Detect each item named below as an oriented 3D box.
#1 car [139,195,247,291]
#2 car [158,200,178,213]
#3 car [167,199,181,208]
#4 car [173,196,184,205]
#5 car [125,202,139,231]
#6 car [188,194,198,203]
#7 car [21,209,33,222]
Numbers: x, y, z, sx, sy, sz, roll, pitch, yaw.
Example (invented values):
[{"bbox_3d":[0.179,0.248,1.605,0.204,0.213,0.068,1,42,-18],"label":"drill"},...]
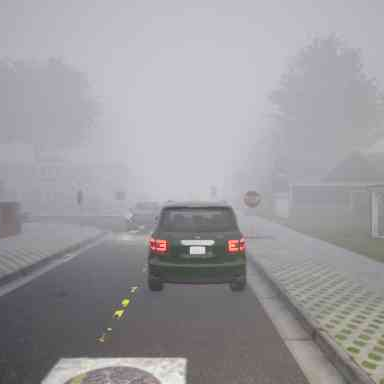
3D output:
[{"bbox_3d":[0.121,1.229,9.144,2.150,2.045,5.566,0,0,0],"label":"car"},{"bbox_3d":[-2.745,1.633,38.328,1.994,1.385,4.181,0,0,0],"label":"car"},{"bbox_3d":[-2.711,1.699,51.158,1.895,1.301,4.718,0,0,0],"label":"car"},{"bbox_3d":[-2.621,1.623,65.589,1.882,1.535,5.008,0,0,1],"label":"car"},{"bbox_3d":[-2.786,1.371,20.852,2.097,1.767,4.553,0,0,0],"label":"car"},{"bbox_3d":[0.202,1.428,78.620,2.150,2.045,5.566,0,0,0],"label":"car"},{"bbox_3d":[-13.585,1.405,23.165,4.674,1.442,1.812,1,0,0],"label":"car"}]
